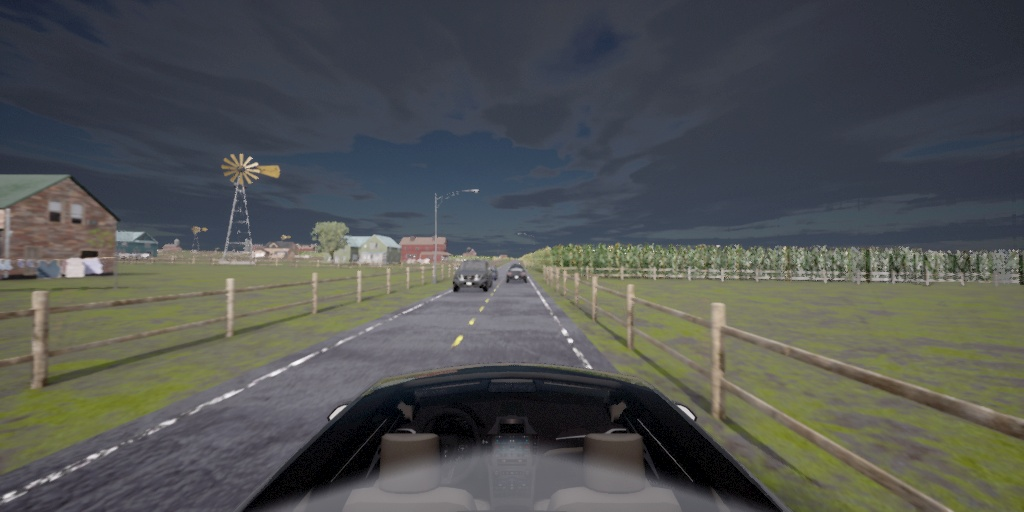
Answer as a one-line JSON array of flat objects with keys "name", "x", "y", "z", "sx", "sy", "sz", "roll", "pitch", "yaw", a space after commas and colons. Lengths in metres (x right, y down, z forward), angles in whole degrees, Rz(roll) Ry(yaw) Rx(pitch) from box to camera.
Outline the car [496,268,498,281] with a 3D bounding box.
[{"name": "car", "x": -2.333, "y": 1.675, "z": 36.081, "sx": 2.033, "sy": 1.411, "sz": 5.357, "roll": 0, "pitch": -1, "yaw": 1}]

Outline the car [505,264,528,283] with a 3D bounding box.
[{"name": "car", "x": 0.424, "y": 1.628, "z": 32.379, "sx": 1.812, "sy": 1.442, "sz": 4.674, "roll": 0, "pitch": -1, "yaw": 1}]

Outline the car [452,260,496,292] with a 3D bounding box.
[{"name": "car", "x": -2.491, "y": 1.292, "z": 23.856, "sx": 2.150, "sy": 2.045, "sz": 5.566, "roll": 0, "pitch": -1, "yaw": 1}]
